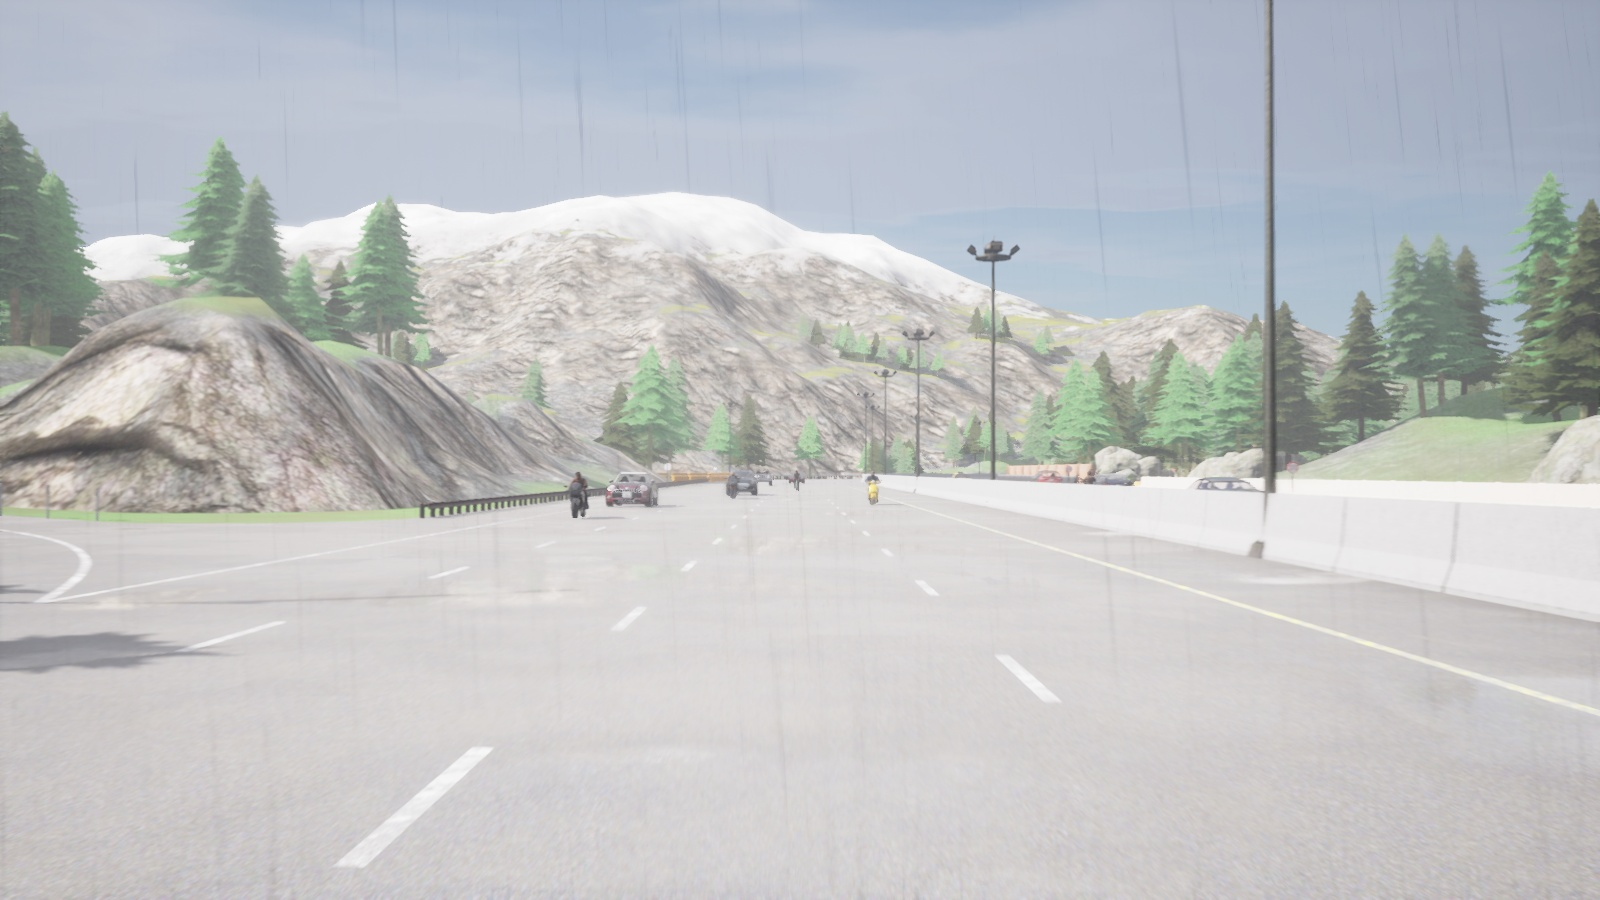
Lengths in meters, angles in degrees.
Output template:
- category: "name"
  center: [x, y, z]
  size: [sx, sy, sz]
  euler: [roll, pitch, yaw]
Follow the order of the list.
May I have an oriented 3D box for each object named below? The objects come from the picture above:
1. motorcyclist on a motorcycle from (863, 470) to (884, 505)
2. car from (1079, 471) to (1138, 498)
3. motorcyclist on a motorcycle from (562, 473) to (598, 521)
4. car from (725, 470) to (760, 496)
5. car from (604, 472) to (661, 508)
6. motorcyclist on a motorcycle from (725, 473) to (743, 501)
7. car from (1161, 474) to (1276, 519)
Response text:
- category: "motorcyclist on a motorcycle"
  center: [3.360, 1.717, 57.721]
  size: [0.866, 1.590, 1.817]
  euler: [0, -1, 0]
- category: "car"
  center: [17.328, 1.926, 70.758]
  size: [2.163, 1.488, 4.792]
  euler: [0, -1, 0]
- category: "motorcyclist on a motorcycle"
  center: [-7.099, 1.502, 40.554]
  size: [0.797, 1.523, 2.044]
  euler: [0, -1, 0]
- category: "car"
  center: [-3.697, 2.112, 81.072]
  size: [2.033, 1.649, 4.856]
  euler: [0, -1, 0]
- category: "car"
  center: [-7.130, 1.705, 53.769]
  size: [1.970, 1.475, 3.806]
  euler: [0, -1, 0]
- category: "motorcyclist on a motorcycle"
  center: [-3.669, 2.028, 69.763]
  size: [0.866, 1.530, 2.191]
  euler: [0, -1, 0]
- category: "car"
  center: [13.898, 1.508, 42.077]
  size: [2.033, 1.411, 5.357]
  euler: [0, -1, 0]
